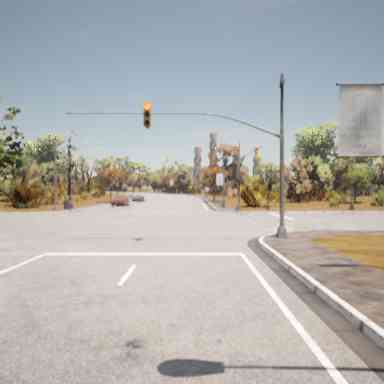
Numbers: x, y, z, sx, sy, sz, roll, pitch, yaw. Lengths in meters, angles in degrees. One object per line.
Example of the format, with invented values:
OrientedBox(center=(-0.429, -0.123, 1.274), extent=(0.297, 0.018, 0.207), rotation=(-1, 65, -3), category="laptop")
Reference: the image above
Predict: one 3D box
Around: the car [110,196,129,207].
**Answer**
OrientedBox(center=(-10.485, 1.306, 48.472), extent=(1.882, 1.535, 5.008), rotation=(0, 0, 0), category="car")

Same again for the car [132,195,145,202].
OrientedBox(center=(-10.389, 1.239, 64.739), extent=(2.033, 1.411, 5.357), rotation=(0, 1, 1), category="car")
